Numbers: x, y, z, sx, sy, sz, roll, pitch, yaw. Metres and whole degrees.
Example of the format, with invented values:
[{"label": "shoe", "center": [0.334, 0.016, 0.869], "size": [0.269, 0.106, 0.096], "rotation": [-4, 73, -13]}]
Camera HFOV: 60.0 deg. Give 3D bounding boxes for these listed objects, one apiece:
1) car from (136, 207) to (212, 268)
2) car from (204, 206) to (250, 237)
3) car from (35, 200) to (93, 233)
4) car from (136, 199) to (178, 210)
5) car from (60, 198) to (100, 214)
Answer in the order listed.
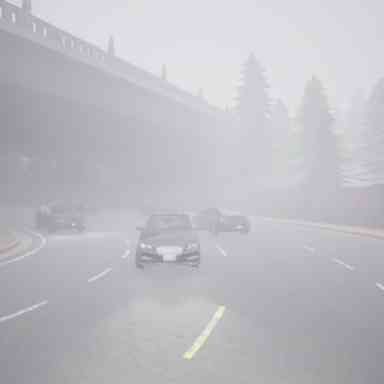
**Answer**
[{"label": "car", "center": [-0.770, 1.468, 11.246], "size": [2.128, 1.511, 4.902], "rotation": [0, 0, -4]}, {"label": "car", "center": [1.467, 1.488, 18.020], "size": [1.812, 1.442, 4.674], "rotation": [0, 0, -20]}, {"label": "car", "center": [-7.781, 1.466, 19.478], "size": [1.837, 1.490, 4.892], "rotation": [1, 0, -39]}, {"label": "car", "center": [-3.252, 1.443, 30.338], "size": [1.837, 1.490, 4.892], "rotation": [0, 0, -43]}, {"label": "car", "center": [-11.360, 1.534, 33.120], "size": [4.718, 1.301, 1.895], "rotation": [0, 0, 38]}]
